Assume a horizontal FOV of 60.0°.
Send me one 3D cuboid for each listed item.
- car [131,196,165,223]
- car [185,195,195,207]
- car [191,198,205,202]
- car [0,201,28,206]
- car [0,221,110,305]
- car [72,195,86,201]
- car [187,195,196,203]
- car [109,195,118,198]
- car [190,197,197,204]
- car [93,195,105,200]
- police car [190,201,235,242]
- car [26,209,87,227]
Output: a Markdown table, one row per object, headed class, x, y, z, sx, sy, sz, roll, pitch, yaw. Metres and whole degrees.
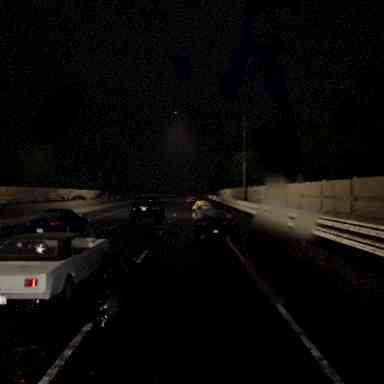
| class | x | y | z | sx | sy | sz | roll | pitch | yaw |
| --- | --- | --- | --- | --- | --- | --- | --- | --- | --- |
| car | -3.445 | 1.321 | 26.448 | 2.150 | 2.045 | 5.566 | 0 | 0 | 0 |
| car | -0.088 | 1.573 | 52.515 | 2.128 | 1.511 | 4.902 | 0 | 0 | 0 |
| car | 1.004 | 1.557 | 27.044 | 1.801 | 1.575 | 5.366 | 0 | 0 | 0 |
| car | -17.652 | 1.634 | 32.883 | 1.812 | 1.442 | 4.674 | 0 | 0 | 0 |
| car | -3.414 | 1.636 | 8.106 | 1.895 | 1.301 | 4.718 | 0 | 0 | 0 |
| car | -24.621 | 1.527 | 72.376 | 1.837 | 1.490 | 4.892 | 0 | 0 | 0 |
| car | -0.113 | 1.460 | 68.188 | 1.837 | 1.490 | 4.892 | 0 | 0 | 0 |
| car | -17.625 | 1.454 | 75.025 | 1.994 | 1.385 | 4.181 | 0 | 0 | 0 |
| car | 0.995 | 1.564 | 33.044 | 1.801 | 1.575 | 5.366 | 0 | 0 | 0 |
| car | -21.127 | 1.407 | 75.852 | 1.994 | 1.385 | 4.181 | 0 | 0 | 0 |
| police car | 1.021 | 1.497 | 16.965 | 1.930 | 1.638 | 5.238 | 0 | 0 | 0 |
| car | -6.930 | 1.600 | 17.424 | 1.812 | 1.442 | 4.674 | 0 | 0 | 0 |
